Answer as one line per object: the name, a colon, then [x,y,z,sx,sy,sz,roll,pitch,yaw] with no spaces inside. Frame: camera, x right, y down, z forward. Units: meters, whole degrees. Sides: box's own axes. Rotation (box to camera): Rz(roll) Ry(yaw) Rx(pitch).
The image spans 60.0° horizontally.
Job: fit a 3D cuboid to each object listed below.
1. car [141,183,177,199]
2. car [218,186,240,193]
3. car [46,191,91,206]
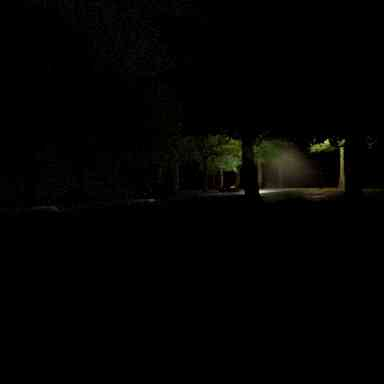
car: [-4.461,-0.196,45.445,2.150,2.045,5.566,-1,2,38]
car: [6.615,-0.478,59.689,1.895,1.301,4.718,-1,2,38]
car: [-12.779,0.638,34.712,1.812,1.442,4.674,-1,2,38]
